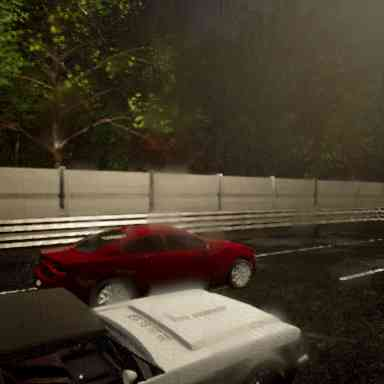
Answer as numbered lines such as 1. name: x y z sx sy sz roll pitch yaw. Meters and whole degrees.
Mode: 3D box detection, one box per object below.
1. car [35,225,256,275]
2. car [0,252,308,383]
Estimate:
1. car: -0.728 1.473 7.411 5.008 1.535 1.882 0 0 -35
2. car: -1.120 1.598 2.896 4.718 1.301 1.895 0 0 -35
